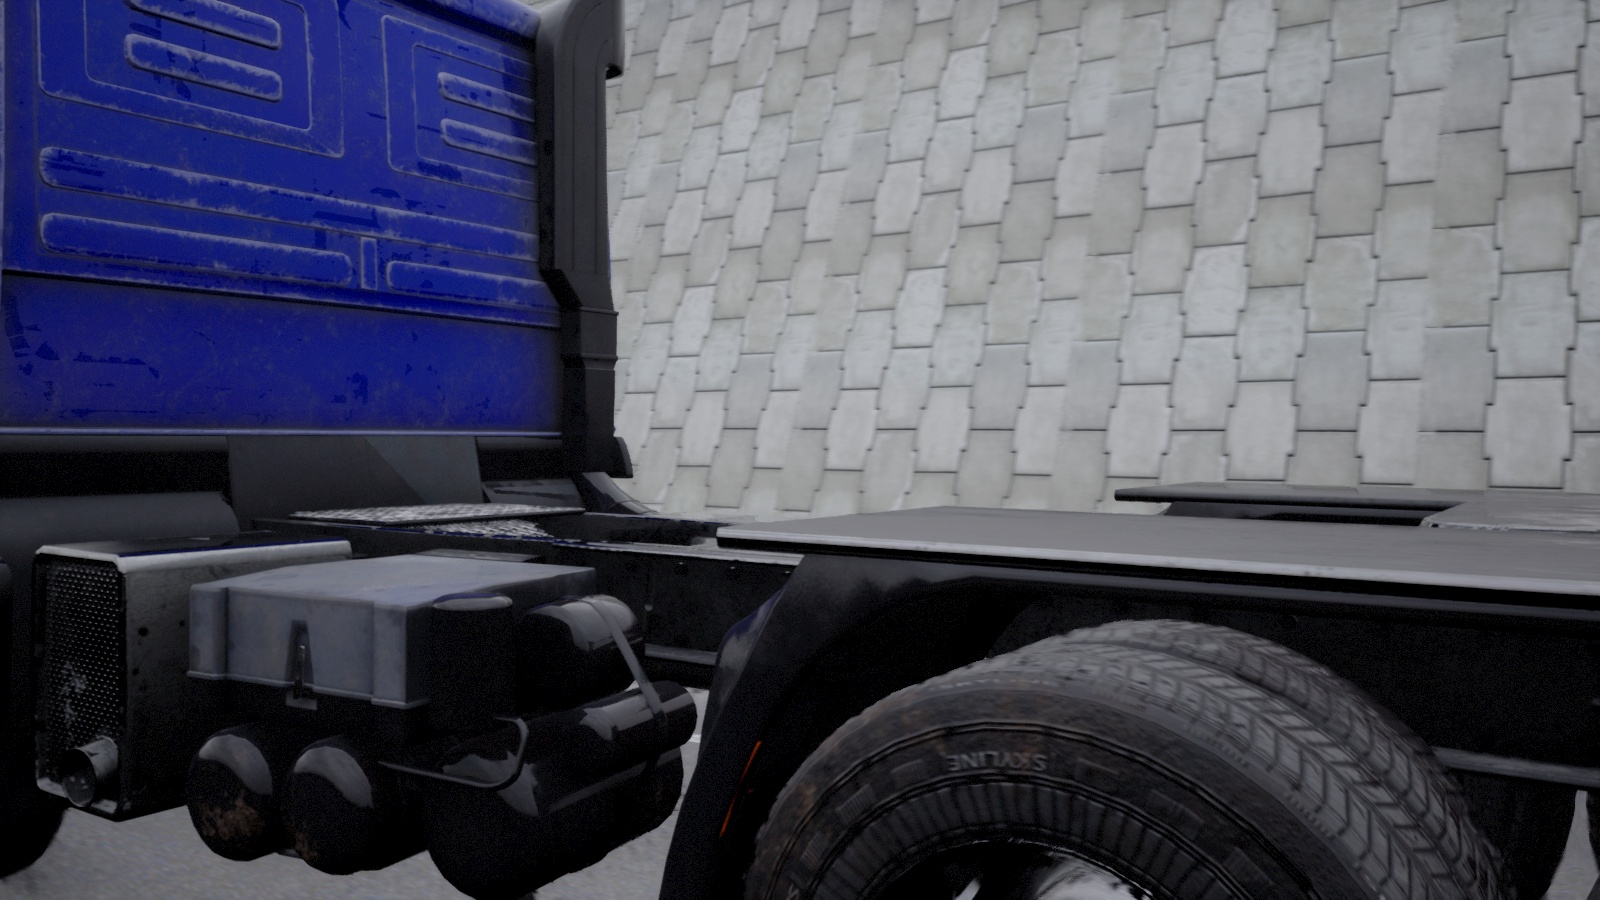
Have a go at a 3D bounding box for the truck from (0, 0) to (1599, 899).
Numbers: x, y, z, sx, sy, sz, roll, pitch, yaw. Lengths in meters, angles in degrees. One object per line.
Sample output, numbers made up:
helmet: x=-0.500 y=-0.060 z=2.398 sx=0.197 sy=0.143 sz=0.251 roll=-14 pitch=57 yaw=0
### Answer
truck: x=-0.169 y=-0.300 z=3.716 sx=7.936 sy=3.462 sz=2.891 roll=0 pitch=1 yaw=34
